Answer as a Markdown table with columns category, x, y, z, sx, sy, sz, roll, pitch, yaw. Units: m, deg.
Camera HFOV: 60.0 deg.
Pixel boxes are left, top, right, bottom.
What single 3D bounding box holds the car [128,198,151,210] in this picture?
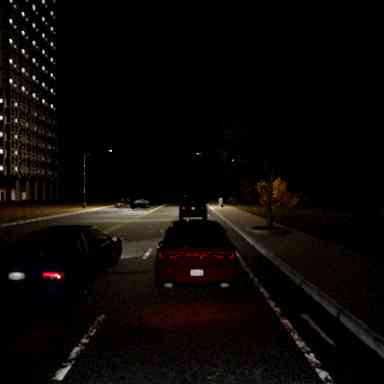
| category | x | y | z | sx | sy | sz | roll | pitch | yaw |
| --- | --- | --- | --- | --- | --- | --- | --- | --- | --- |
| car | -6.571 | 1.671 | 43.156 | 1.895 | 1.301 | 4.718 | 0 | 0 | 1 |

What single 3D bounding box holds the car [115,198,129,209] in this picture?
| category | x | y | z | sx | sy | sz | roll | pitch | yaw |
| --- | --- | --- | --- | --- | --- | --- | --- | --- | --- |
| car | -9.776 | 1.586 | 48.038 | 1.837 | 1.490 | 4.892 | 0 | -1 | 0 |

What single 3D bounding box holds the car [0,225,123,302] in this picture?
| category | x | y | z | sx | sy | sz | roll | pitch | yaw |
| --- | --- | --- | --- | --- | --- | --- | --- | --- | --- |
| car | -3.152 | 1.562 | 8.486 | 2.033 | 1.411 | 5.357 | 0 | 0 | 0 |

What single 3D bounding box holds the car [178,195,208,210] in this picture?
| category | x | y | z | sx | sy | sz | roll | pitch | yaw |
| --- | --- | --- | --- | --- | --- | --- | --- | --- | --- |
| car | 0.089 | 1.267 | 26.678 | 2.150 | 2.045 | 5.566 | 0 | 0 | 0 |

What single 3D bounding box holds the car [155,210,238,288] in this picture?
| category | x | y | z | sx | sy | sz | roll | pitch | yaw |
| --- | --- | --- | --- | --- | --- | --- | --- | --- | --- |
| car | 0.097 | 1.493 | 9.287 | 1.882 | 1.535 | 5.008 | 0 | 0 | 0 |
